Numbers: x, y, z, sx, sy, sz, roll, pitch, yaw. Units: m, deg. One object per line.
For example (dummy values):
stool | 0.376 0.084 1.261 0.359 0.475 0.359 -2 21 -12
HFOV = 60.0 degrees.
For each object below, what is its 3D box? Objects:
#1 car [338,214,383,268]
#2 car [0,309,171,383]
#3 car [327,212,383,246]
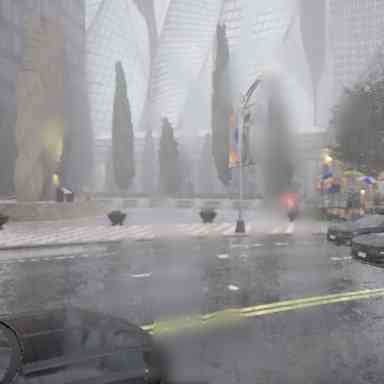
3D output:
car | 7.421 1.589 10.357 5.008 1.535 1.882 1 0 -14
car | -2.443 1.456 1.975 5.008 1.535 1.882 1 -1 -35
car | 8.219 1.611 14.140 5.008 1.535 1.882 1 -1 -12
